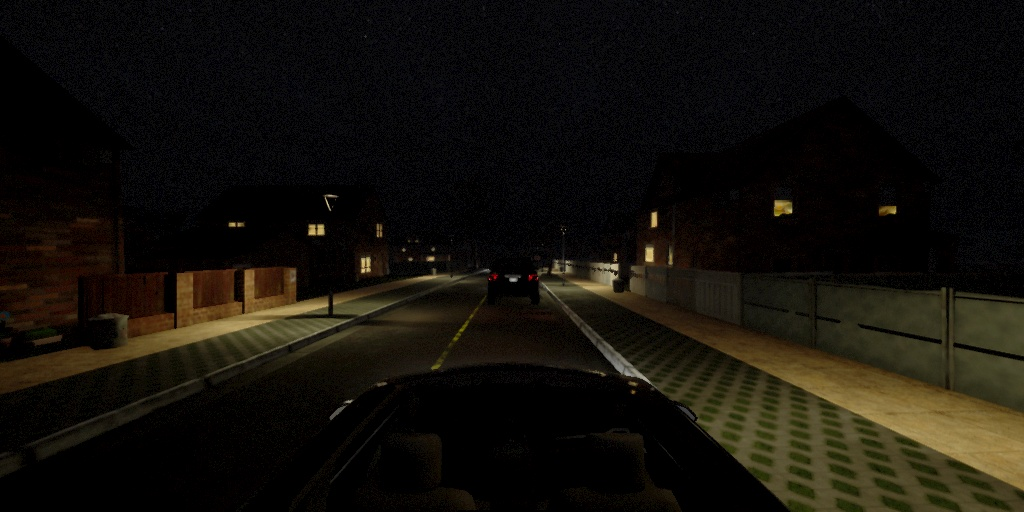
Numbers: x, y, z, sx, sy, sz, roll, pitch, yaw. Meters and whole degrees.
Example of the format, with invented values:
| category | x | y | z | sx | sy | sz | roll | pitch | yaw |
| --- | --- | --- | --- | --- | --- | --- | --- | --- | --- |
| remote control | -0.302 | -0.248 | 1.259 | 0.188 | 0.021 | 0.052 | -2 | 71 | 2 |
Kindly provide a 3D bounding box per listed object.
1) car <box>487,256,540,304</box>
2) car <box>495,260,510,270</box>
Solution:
| category | x | y | z | sx | sy | sz | roll | pitch | yaw |
| --- | --- | --- | --- | --- | --- | --- | --- | --- | --- |
| car | 0.074 | 1.018 | 16.513 | 2.150 | 2.045 | 5.566 | 0 | 0 | 1 |
| car | -1.577 | 1.487 | 61.557 | 2.128 | 1.511 | 4.902 | 0 | 0 | 2 |
